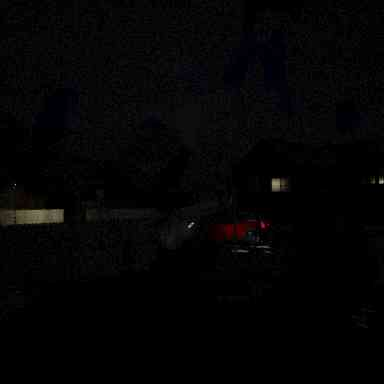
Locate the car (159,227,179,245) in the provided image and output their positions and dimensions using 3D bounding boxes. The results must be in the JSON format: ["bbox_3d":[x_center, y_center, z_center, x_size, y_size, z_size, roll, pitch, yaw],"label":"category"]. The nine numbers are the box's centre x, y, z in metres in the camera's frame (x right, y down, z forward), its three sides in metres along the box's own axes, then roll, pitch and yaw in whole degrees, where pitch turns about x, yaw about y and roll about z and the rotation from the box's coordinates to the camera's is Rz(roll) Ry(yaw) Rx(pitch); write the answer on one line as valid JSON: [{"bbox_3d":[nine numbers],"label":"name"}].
[{"bbox_3d":[-3.111,2.143,17.091,4.718,1.301,1.895,-2,0,20],"label":"car"}]

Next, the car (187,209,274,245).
[{"bbox_3d":[1.988,1.734,17.938,4.553,1.767,2.097,-2,1,26],"label":"car"}]

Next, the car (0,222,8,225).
[{"bbox_3d":[-12.964,2.306,20.367,5.008,1.535,1.882,-2,0,18],"label":"car"}]
